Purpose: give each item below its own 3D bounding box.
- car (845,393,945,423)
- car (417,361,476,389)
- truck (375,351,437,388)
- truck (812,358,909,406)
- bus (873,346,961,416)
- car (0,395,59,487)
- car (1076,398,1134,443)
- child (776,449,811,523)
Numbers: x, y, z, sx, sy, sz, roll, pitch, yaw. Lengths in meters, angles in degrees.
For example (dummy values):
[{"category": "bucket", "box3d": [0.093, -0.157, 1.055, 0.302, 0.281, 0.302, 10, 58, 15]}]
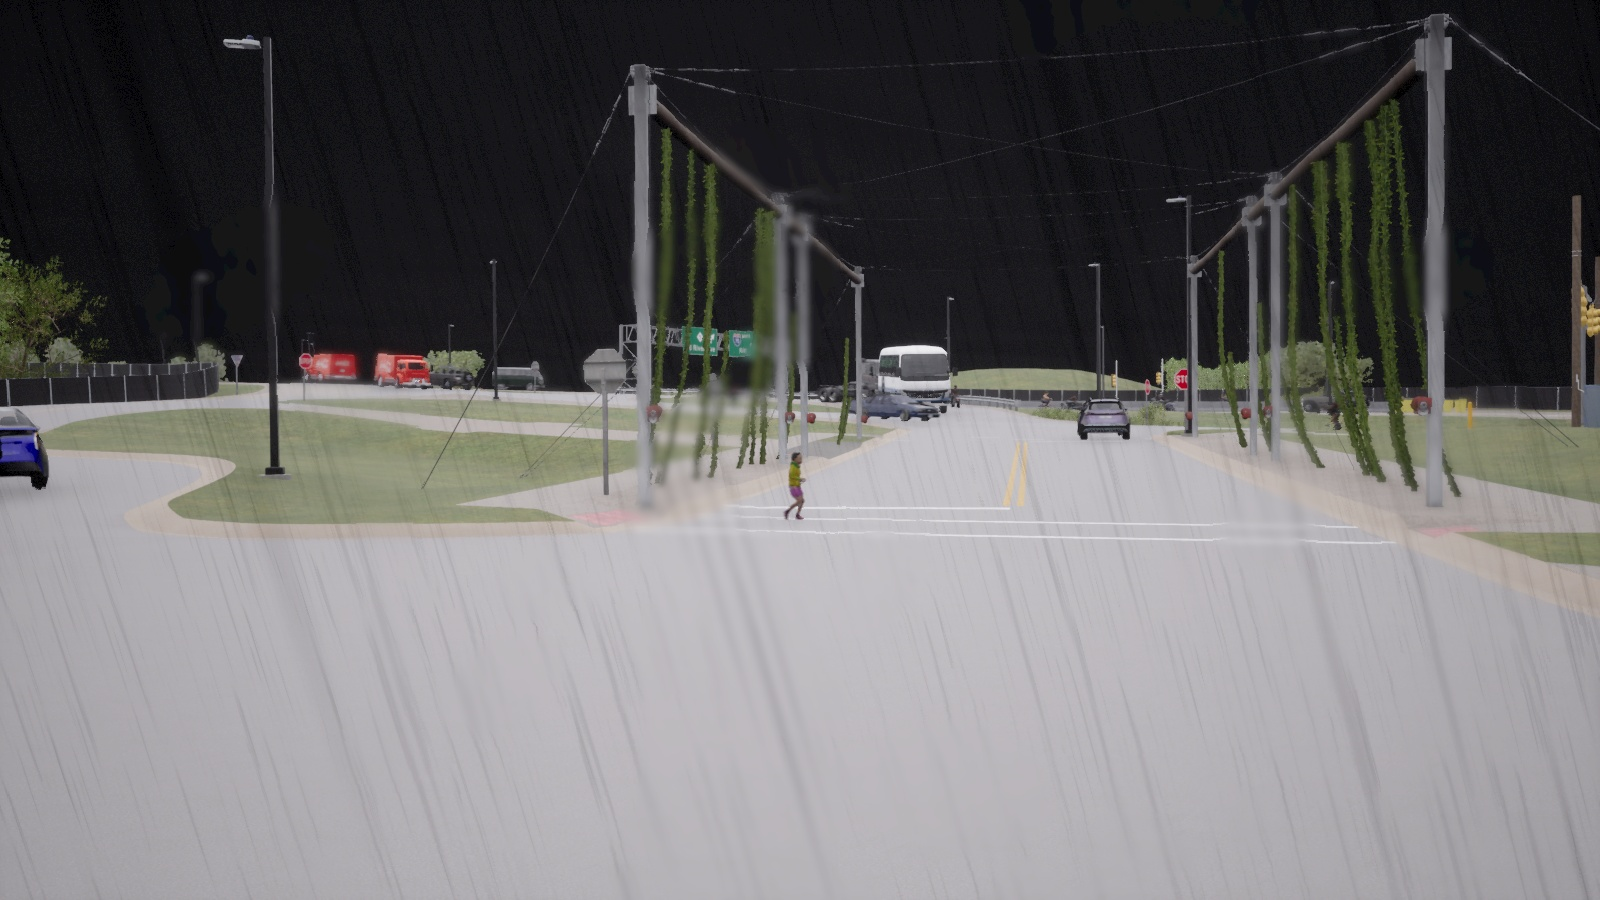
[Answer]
[{"category": "car", "box3d": [5.074, -2.257, 67.702, 2.033, 1.411, 5.357, -1, 4, -42]}, {"category": "car", "box3d": [-26.769, -5.686, 95.062, 4.605, 1.855, 1.932, 5, 4, 37]}, {"category": "truck", "box3d": [-28.693, -5.866, 91.364, 2.627, 2.467, 5.204, -1, 6, -38]}, {"category": "truck", "box3d": [4.503, -5.207, 95.277, 2.891, 3.462, 7.936, -2, 5, -36]}, {"category": "bus", "box3d": [7.382, -4.542, 81.165, 3.944, 4.253, 10.273, 0, 4, -4]}, {"category": "car", "box3d": [-15.901, -0.241, 24.530, 2.007, 1.525, 4.514, -2, 5, -36]}, {"category": "car", "box3d": [12.133, -1.229, 50.282, 2.033, 1.649, 4.856, 0, 3, 11]}, {"category": "child", "box3d": [-0.097, 0.563, 19.900, 0.473, 1.160, 0.299, 0, 1, 22]}]
